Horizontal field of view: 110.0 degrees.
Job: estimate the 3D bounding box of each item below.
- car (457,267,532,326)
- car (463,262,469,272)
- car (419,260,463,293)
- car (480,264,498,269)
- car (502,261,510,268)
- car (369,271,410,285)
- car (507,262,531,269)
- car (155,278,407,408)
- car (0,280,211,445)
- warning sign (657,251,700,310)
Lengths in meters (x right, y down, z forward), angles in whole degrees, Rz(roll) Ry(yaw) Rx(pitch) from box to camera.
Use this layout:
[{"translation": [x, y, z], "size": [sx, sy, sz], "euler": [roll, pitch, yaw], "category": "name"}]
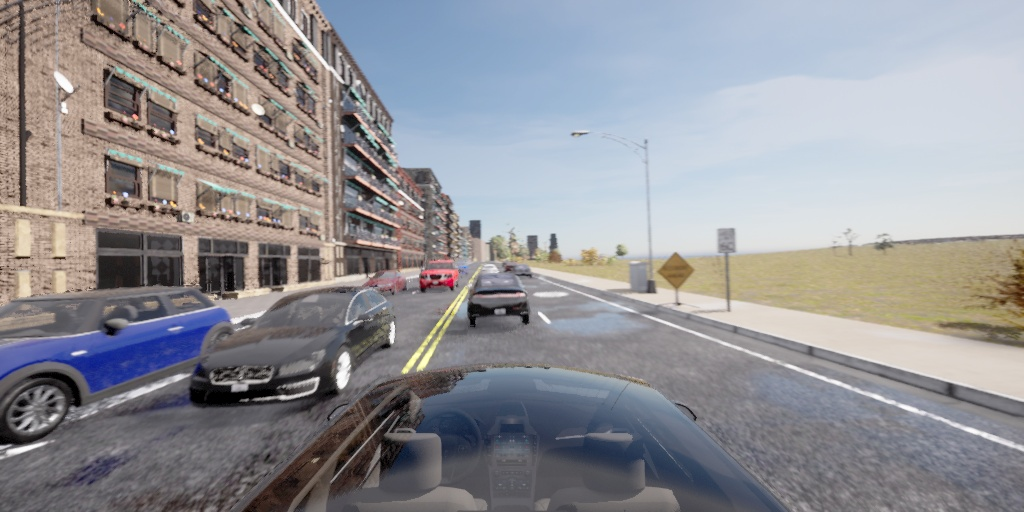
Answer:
[{"translation": [-0.506, 1.335, 12.225], "size": [2.128, 1.511, 4.902], "euler": [-2, 0, -4], "category": "car"}, {"translation": [-5.958, 1.423, 41.108], "size": [1.882, 1.535, 5.008], "euler": [-2, 0, -4], "category": "car"}, {"translation": [-4.867, 1.293, 24.638], "size": [2.150, 2.045, 5.566], "euler": [-2, 0, -4], "category": "car"}, {"translation": [-2.449, 1.626, 38.616], "size": [1.812, 1.442, 4.674], "euler": [-2, 0, -4], "category": "car"}, {"translation": [-0.066, 1.590, 50.495], "size": [1.882, 1.535, 5.008], "euler": [-2, 0, -4], "category": "car"}, {"translation": [-7.999, 1.683, 23.029], "size": [1.812, 1.442, 4.674], "euler": [-2, 0, -4], "category": "car"}, {"translation": [0.949, 1.528, 36.465], "size": [2.033, 1.411, 5.357], "euler": [-2, 0, -4], "category": "car"}, {"translation": [-3.585, 1.402, 6.903], "size": [1.837, 1.490, 4.892], "euler": [-2, 0, -4], "category": "car"}, {"translation": [-6.755, 1.339, 5.578], "size": [2.097, 1.767, 4.553], "euler": [-2, -1, -4], "category": "car"}, {"translation": [5.535, 0.771, 11.999], "size": [1.300, 1.860, 1.060], "euler": [0, 0, -4], "category": "warning sign"}]
